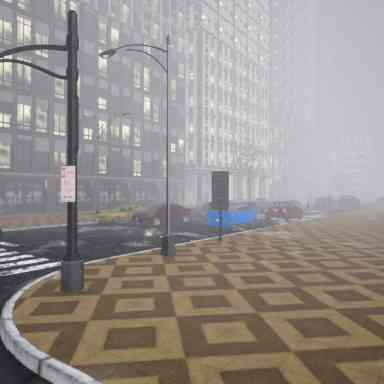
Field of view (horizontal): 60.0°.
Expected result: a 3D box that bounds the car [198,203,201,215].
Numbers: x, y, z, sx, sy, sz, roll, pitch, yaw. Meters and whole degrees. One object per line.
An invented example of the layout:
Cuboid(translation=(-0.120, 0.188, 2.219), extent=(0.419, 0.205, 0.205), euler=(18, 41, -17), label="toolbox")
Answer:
Cuboid(translation=(1.277, 1.604, 31.721), extent=(1.802, 1.307, 4.206), euler=(0, 0, 38), label="car")

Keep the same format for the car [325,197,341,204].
Cuboid(translation=(28.406, 1.624, 67.008), extent=(2.008, 1.369, 4.403), euler=(0, 0, 38), label="car")

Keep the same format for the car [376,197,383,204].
Cuboid(translation=(38.043, 1.658, 66.615), extent=(1.947, 1.339, 4.313), euler=(0, 0, 38), label="car")

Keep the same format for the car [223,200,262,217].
Cuboid(translation=(5.030, 1.553, 32.541), extent=(1.812, 1.442, 4.674), euler=(0, 0, 37), label="car")

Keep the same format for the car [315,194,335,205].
Cuboid(translation=(25.015, 1.380, 62.598), extent=(2.192, 1.841, 5.009), euler=(0, 0, 38), label="car")

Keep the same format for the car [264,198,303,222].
Cuboid(translation=(7.524, 1.472, 26.918), extent=(1.967, 1.590, 4.097), euler=(0, 0, 38), label="car")

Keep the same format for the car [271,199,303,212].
Cuboid(translation=(11.943, 1.585, 41.481), extent=(2.033, 1.411, 5.357), euler=(0, 0, 38), label="car")

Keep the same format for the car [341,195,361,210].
Cuboid(translation=(21.088, 1.368, 44.561), extent=(2.192, 1.841, 5.009), euler=(0, 0, 38), label="car")

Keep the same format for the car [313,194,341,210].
Cuboid(translation=(17.896, 1.401, 44.455), extent=(2.097, 1.767, 4.553), euler=(0, 0, 38), label="car")

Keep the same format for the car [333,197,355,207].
Cuboid(translation=(23.946, 1.552, 52.319), extent=(2.128, 1.511, 4.902), euler=(0, 0, 37), label="car")

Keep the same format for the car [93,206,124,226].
Cuboid(translation=(-4.827, 1.540, 23.995), extent=(1.752, 1.417, 4.829), euler=(0, 0, 38), label="car")

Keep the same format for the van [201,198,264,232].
Cuboid(translation=(2.565, 1.368, 20.286), extent=(1.690, 1.788, 3.998), euler=(0, 0, 38), label="van")

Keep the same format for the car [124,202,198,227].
Cuboid(translation=(-2.035, 1.496, 23.359), extent=(1.882, 1.535, 5.008), euler=(0, 0, 38), label="car")

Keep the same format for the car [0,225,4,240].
Cuboid(translation=(-9.697, 1.361, 12.396), extent=(2.097, 1.767, 4.553), euler=(0, 0, 30), label="car")

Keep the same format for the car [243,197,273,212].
Cuboid(translation=(8.059, 1.471, 40.543), extent=(1.967, 1.590, 4.097), euler=(0, 0, 38), label="car")
